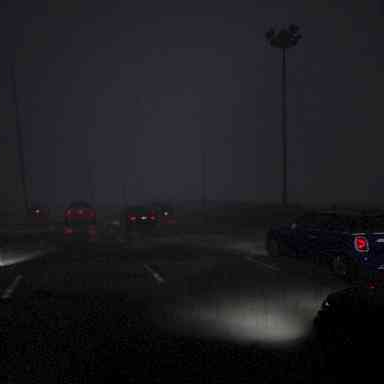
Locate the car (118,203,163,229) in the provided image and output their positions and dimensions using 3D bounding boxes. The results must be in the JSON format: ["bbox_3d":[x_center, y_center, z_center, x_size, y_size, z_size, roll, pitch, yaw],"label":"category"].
[{"bbox_3d":[-3.770,1.629,22.404,2.033,1.411,5.357,0,0,-20],"label":"car"}]

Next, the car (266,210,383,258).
[{"bbox_3d":[4.226,1.363,10.383,2.097,1.767,4.553,0,0,-20],"label":"car"}]

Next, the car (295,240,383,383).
[{"bbox_3d":[3.168,1.521,2.912,1.812,1.442,4.674,0,0,-20],"label":"car"}]

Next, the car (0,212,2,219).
[{"bbox_3d":[-16.041,1.668,25.561,1.812,1.442,4.674,0,0,-20],"label":"car"}]

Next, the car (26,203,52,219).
[{"bbox_3d":[-14.444,1.717,31.525,1.994,1.385,4.181,0,0,-20],"label":"car"}]

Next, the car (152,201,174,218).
[{"bbox_3d":[-3.045,1.609,30.812,1.837,1.490,4.892,0,0,-20],"label":"car"}]

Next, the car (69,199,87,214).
[{"bbox_3d":[-13.445,1.650,39.148,1.882,1.535,5.008,0,0,-20],"label":"car"}]

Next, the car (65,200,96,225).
[{"bbox_3d":[-8.581,1.463,25.479,2.097,1.767,4.553,0,0,-20],"label":"car"}]
